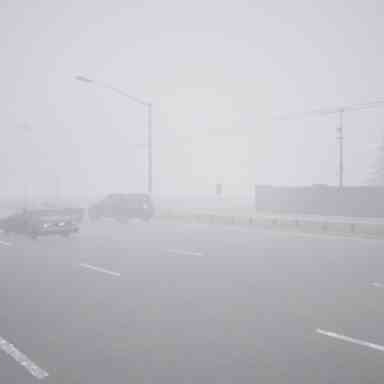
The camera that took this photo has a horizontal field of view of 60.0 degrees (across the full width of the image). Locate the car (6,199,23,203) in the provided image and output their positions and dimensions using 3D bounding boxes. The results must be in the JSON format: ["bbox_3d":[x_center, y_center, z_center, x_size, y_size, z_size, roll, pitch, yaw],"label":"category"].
[{"bbox_3d":[-18.729,1.398,35.440,4.718,1.301,1.895,0,0,41],"label":"car"}]

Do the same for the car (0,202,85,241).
[{"bbox_3d":[-7.619,1.454,16.291,5.357,1.411,2.033,0,0,41],"label":"car"}]

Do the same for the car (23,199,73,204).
[{"bbox_3d":[-9.174,1.349,22.333,5.008,1.535,1.882,0,0,41],"label":"car"}]

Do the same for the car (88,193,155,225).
[{"bbox_3d":[-5.019,1.087,23.332,5.566,2.045,2.150,0,0,41],"label":"car"}]
